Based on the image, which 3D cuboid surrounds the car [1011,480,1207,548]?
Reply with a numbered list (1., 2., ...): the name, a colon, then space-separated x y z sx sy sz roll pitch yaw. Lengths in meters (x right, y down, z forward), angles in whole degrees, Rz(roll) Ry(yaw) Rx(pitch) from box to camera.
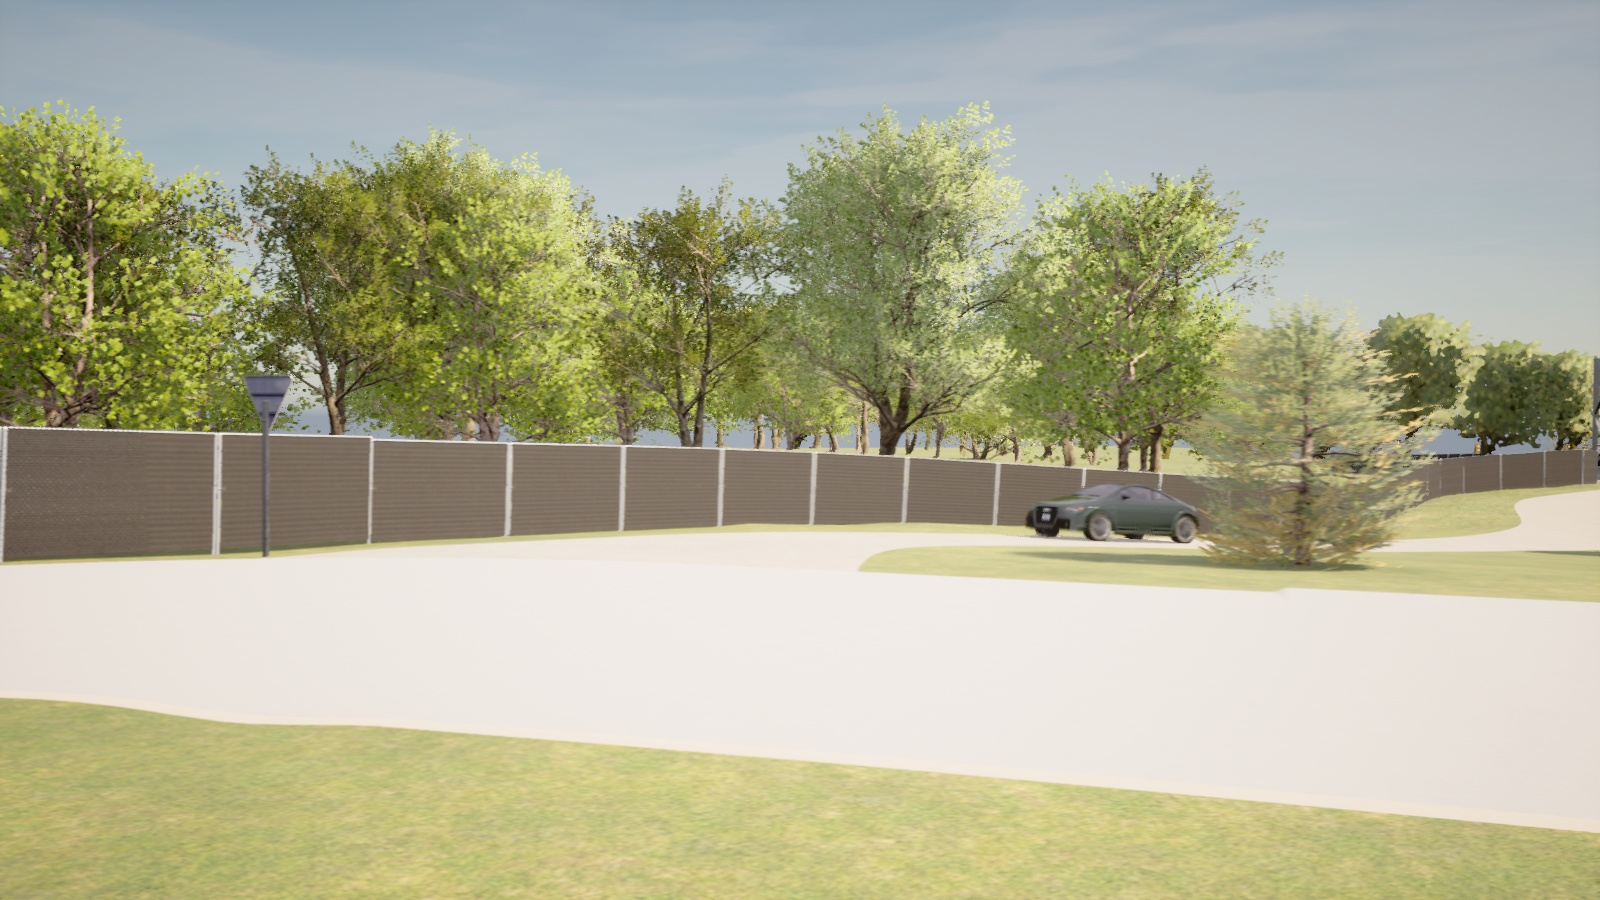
1. car: 7.346 1.518 29.794 4.181 1.385 1.994 4 -2 -27
